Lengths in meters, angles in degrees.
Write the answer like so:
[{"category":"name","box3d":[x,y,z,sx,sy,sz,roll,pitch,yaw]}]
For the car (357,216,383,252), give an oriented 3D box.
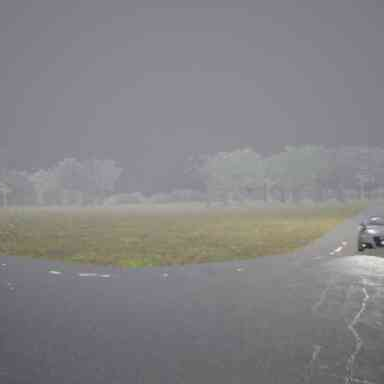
[{"category":"car","box3d":[8.220,1.712,14.126,1.994,1.385,4.181,-3,-1,31]}]
